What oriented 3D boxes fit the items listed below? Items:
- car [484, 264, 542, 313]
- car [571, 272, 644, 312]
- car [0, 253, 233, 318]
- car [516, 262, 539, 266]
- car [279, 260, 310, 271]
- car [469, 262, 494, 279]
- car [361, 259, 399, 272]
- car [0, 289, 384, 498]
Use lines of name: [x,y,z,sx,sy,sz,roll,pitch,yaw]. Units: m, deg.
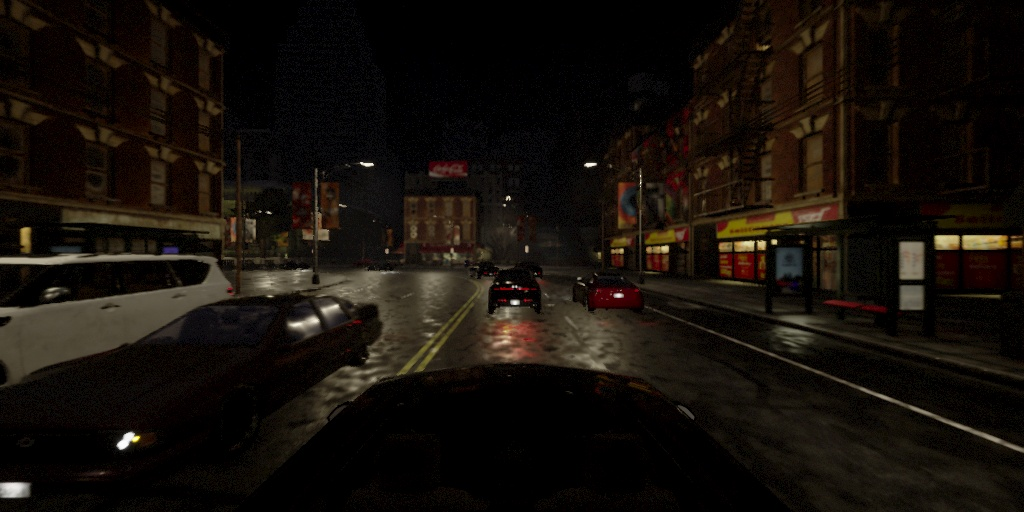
car: [0.095,1.244,13.975,1.837,1.490,4.892,0,0,0]
car: [3.588,1.303,14.115,1.994,1.385,4.181,0,0,0]
car: [-7.091,0.967,5.510,2.150,2.045,5.566,0,0,0]
car: [1.133,1.228,31.644,1.837,1.490,4.892,1,0,-18]
car: [-29.824,1.269,49.129,4.181,1.385,1.994,0,0,22]
car: [-2.542,1.227,31.654,1.837,1.490,4.892,1,0,-19]
car: [-16.754,1.273,45.314,4.181,1.385,1.994,0,0,38]
car: [-3.601,1.294,5.240,2.033,1.411,5.357,0,0,0]
